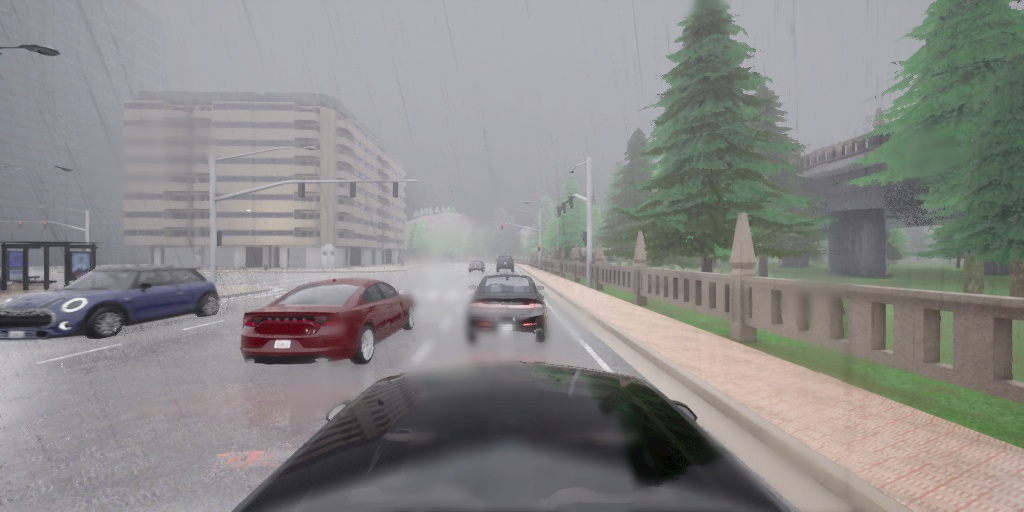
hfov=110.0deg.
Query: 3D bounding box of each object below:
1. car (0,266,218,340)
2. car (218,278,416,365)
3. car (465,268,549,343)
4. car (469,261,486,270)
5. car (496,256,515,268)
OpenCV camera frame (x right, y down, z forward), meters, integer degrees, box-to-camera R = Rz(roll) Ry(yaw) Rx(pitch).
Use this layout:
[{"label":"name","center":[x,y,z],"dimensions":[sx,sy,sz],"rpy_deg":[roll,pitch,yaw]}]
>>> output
[{"label":"car","center":[-10.760,1.102,9.992],"dimensions":[2.097,1.767,4.553],"rpy_deg":[0,0,-1]},{"label":"car","center":[-3.595,1.228,8.081],"dimensions":[1.882,1.535,5.008],"rpy_deg":[0,0,0]},{"label":"car","center":[-0.127,1.241,9.643],"dimensions":[2.128,1.511,4.902],"rpy_deg":[0,0,-1]},{"label":"car","center":[-4.367,1.297,45.003],"dimensions":[2.033,1.411,5.357],"rpy_deg":[0,0,-1]},{"label":"car","center":[-0.864,0.971,45.313],"dimensions":[2.150,2.045,5.566],"rpy_deg":[0,0,-1]}]
